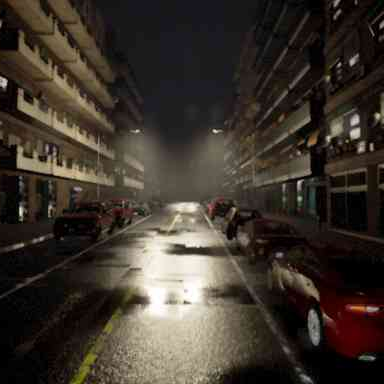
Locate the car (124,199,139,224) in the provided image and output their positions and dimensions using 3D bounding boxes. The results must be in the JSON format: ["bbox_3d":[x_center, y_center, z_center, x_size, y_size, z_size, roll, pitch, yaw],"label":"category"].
[{"bbox_3d":[-5.307,1.393,22.669,2.192,1.841,5.009,1,0,0],"label":"car"}]

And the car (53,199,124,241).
[{"bbox_3d":[-5.303,1.372,17.140,2.192,1.841,5.009,1,0,0],"label":"car"}]

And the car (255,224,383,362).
[{"bbox_3d":[2.580,1.564,6.022,1.887,1.381,4.507,1,0,0],"label":"car"}]

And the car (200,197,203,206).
[{"bbox_3d":[2.512,1.788,50.271,1.802,1.307,4.206,1,0,0],"label":"car"}]

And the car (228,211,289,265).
[{"bbox_3d":[2.576,1.582,11.552,1.887,1.381,4.507,1,0,0],"label":"car"}]

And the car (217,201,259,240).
[{"bbox_3d":[2.582,1.497,17.085,1.967,1.590,4.097,1,0,0],"label":"car"}]

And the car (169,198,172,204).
[{"bbox_3d":[-5.351,1.926,72.445,1.802,1.307,4.206,1,0,0],"label":"car"}]

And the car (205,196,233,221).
[{"bbox_3d":[2.535,1.414,28.147,2.192,1.841,5.009,1,0,0],"label":"car"}]

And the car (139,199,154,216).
[{"bbox_3d":[-5.322,1.689,33.731,1.947,1.339,4.313,1,0,0],"label":"car"}]

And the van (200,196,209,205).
[{"bbox_3d":[2.505,1.648,66.867,1.690,1.788,3.998,1,0,0],"label":"van"}]

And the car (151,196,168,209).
[{"bbox_3d":[-5.328,1.521,50.322,2.192,1.841,5.009,1,0,0],"label":"car"}]

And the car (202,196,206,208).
[{"bbox_3d":[2.523,1.589,39.209,1.967,1.590,4.097,1,0,0],"label":"car"}]
